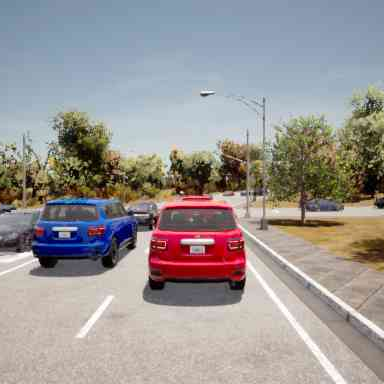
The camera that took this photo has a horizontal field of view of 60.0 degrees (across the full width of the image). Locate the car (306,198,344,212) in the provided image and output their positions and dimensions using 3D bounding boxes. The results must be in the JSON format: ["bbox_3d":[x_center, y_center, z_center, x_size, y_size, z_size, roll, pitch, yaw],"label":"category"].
[{"bbox_3d":[15.736,1.615,39.419,4.181,1.385,1.994,-1,0,4],"label":"car"}]

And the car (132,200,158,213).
[{"bbox_3d":[-5.517,1.666,39.278,1.994,1.385,4.181,0,0,7],"label":"car"}]

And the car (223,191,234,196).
[{"bbox_3d":[9.323,0.494,84.877,1.812,1.442,4.674,0,3,28],"label":"car"}]

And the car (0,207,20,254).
[{"bbox_3d":[-7.011,1.546,13.786,1.812,1.442,4.674,0,0,1],"label":"car"}]

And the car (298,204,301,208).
[{"bbox_3d":[16.264,1.562,42.894,4.892,1.490,1.837,-1,0,3],"label":"car"}]

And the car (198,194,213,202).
[{"bbox_3d":[2.990,1.279,71.951,1.994,1.385,4.181,0,2,21],"label":"car"}]

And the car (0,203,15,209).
[{"bbox_3d":[-22.992,1.815,38.057,5.357,1.411,2.033,-2,0,3],"label":"car"}]

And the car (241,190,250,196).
[{"bbox_3d":[14.251,0.262,86.364,2.128,1.511,4.902,0,3,33],"label":"car"}]

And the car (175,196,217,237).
[{"bbox_3d":[0.281,1.260,19.603,2.150,2.045,5.566,0,0,1],"label":"car"}]

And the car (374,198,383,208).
[{"bbox_3d":[26.230,1.060,42.296,5.566,2.045,2.150,-2,0,3],"label":"car"}]

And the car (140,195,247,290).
[{"bbox_3d":[0.129,1.230,9.235,2.150,2.045,5.566,0,0,0],"label":"car"}]

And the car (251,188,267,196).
[{"bbox_3d":[17.566,-0.079,85.080,2.150,2.045,5.566,0,3,33],"label":"car"}]

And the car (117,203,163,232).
[{"bbox_3d":[-3.168,1.536,21.367,2.128,1.511,4.902,0,0,1],"label":"car"}]

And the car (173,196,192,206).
[{"bbox_3d":[-1.633,1.581,58.670,1.882,1.535,5.008,0,1,17],"label":"car"}]

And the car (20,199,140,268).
[{"bbox_3d":[-3.353,1.235,11.514,2.150,2.045,5.566,0,0,1],"label":"car"}]
